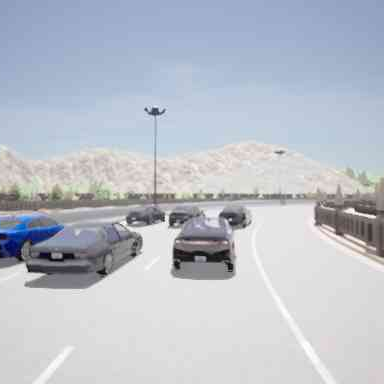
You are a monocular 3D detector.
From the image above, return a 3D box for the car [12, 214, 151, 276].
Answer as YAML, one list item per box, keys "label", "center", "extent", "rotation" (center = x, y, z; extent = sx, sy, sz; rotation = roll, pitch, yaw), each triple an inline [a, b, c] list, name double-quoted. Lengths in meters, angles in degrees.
- label: "car"
  center: [-3.078, 1.659, 10.781]
  extent: [2.033, 1.411, 5.357]
  rotation: [0, -1, 7]

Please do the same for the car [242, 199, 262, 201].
- label: "car"
  center: [13.227, 2.236, 70.087]
  extent: [2.128, 1.511, 4.902]
  rotation: [-1, -1, 41]

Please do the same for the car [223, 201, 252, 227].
- label: "car"
  center: [3.320, 1.732, 24.982]
  extent: [1.882, 1.535, 5.008]
  rotation: [0, 0, 17]

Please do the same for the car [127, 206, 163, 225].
- label: "car"
  center: [-3.574, 1.795, 26.381]
  extent: [1.812, 1.442, 4.674]
  rotation: [0, 0, 17]

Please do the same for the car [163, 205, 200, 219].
- label: "car"
  center: [-0.300, 1.764, 25.132]
  extent: [1.837, 1.490, 4.892]
  rotation: [0, 0, 16]

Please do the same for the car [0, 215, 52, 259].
- label: "car"
  center: [-6.310, 1.609, 12.814]
  extent: [1.882, 1.535, 5.008]
  rotation: [0, 0, 8]

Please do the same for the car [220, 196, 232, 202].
- label: "car"
  center: [8.680, 1.989, 75.460]
  extent: [2.150, 2.045, 5.566]
  rotation: [-1, -1, 41]

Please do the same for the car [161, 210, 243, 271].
- label: "car"
  center: [0.547, 1.610, 11.402]
  extent: [2.128, 1.511, 4.902]
  rotation: [0, 0, 8]

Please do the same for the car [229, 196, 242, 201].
- label: "car"
  center: [10.958, 2.216, 72.790]
  extent: [1.882, 1.535, 5.008]
  rotation: [-1, -1, 41]
